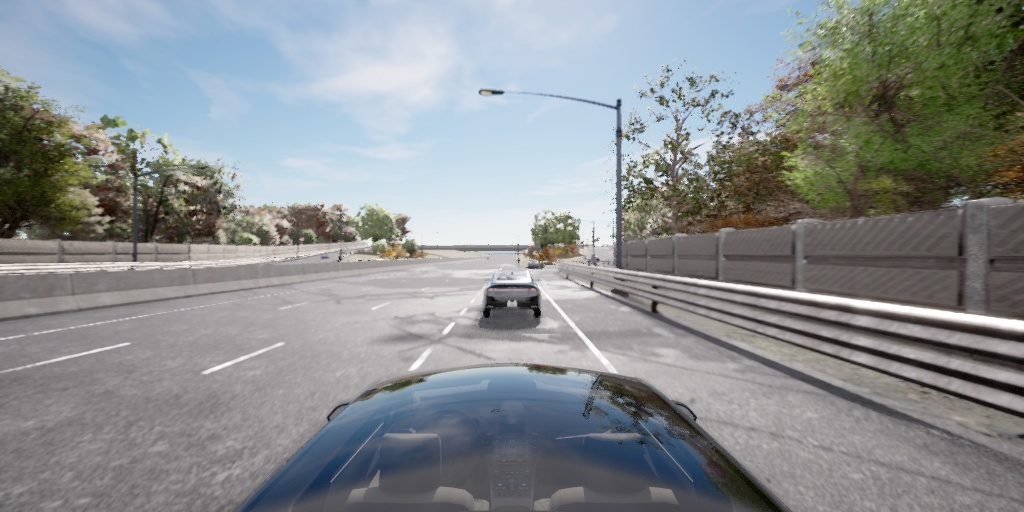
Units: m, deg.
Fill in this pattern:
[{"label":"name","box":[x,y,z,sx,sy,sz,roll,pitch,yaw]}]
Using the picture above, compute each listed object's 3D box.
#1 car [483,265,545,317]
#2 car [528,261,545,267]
[{"label":"car","box":[0.007,1.237,13.136,2.128,1.511,4.902,0,0,0]},{"label":"car","box":[4.064,1.527,59.399,2.033,1.411,5.357,0,-2,18]}]
